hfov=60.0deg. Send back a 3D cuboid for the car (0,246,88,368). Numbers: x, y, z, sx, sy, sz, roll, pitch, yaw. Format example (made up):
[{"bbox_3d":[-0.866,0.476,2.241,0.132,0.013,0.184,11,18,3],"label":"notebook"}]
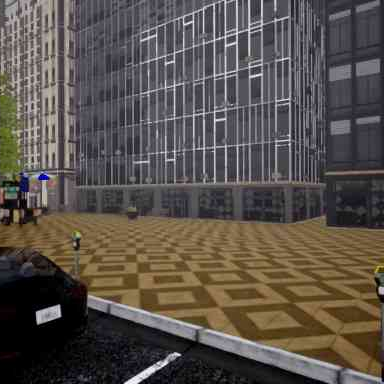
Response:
[{"bbox_3d":[-3.482,1.566,5.371,4.313,1.339,1.947,0,0,36],"label":"car"}]
